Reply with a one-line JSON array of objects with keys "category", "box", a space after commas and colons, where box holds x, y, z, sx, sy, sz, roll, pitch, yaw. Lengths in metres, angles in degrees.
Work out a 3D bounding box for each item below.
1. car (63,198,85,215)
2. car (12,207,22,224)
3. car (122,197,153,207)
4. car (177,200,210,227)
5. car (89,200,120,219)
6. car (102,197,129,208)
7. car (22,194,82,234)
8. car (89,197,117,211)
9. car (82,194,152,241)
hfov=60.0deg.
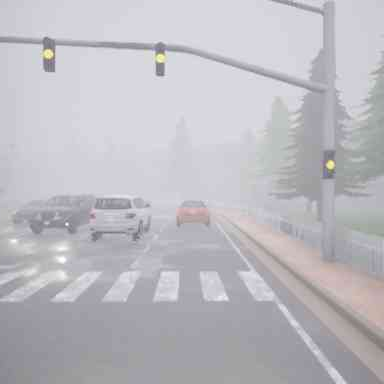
[{"category": "car", "box": [-11.909, 1.402, 33.785, 1.837, 1.490, 4.892, 0, 0, -17]}, {"category": "car", "box": [-10.698, 1.273, 23.494, 2.097, 1.767, 4.553, 0, 0, -2]}, {"category": "car", "box": [-8.032, 1.422, 48.881, 2.033, 1.411, 5.357, 0, 0, -41]}, {"category": "car", "box": [0.062, 1.301, 22.672, 2.097, 1.767, 4.553, 0, 0, -1]}, {"category": "car", "box": [-7.449, 1.444, 28.786, 1.812, 1.442, 4.674, 0, 0, -5]}, {"category": "car", "box": [-10.784, 1.436, 46.833, 1.994, 1.385, 4.181, 0, 0, -40]}, {"category": "car", "box": [-7.072, 1.161, 19.039, 2.150, 2.045, 5.566, 0, 0, 1]}, {"category": "car", "box": [-10.831, 1.377, 40.201, 2.128, 1.511, 4.902, 0, 0, -29]}, {"category": "car", "box": [-3.406, 1.175, 16.613, 2.150, 2.045, 5.566, 0, 0, 0]}]
